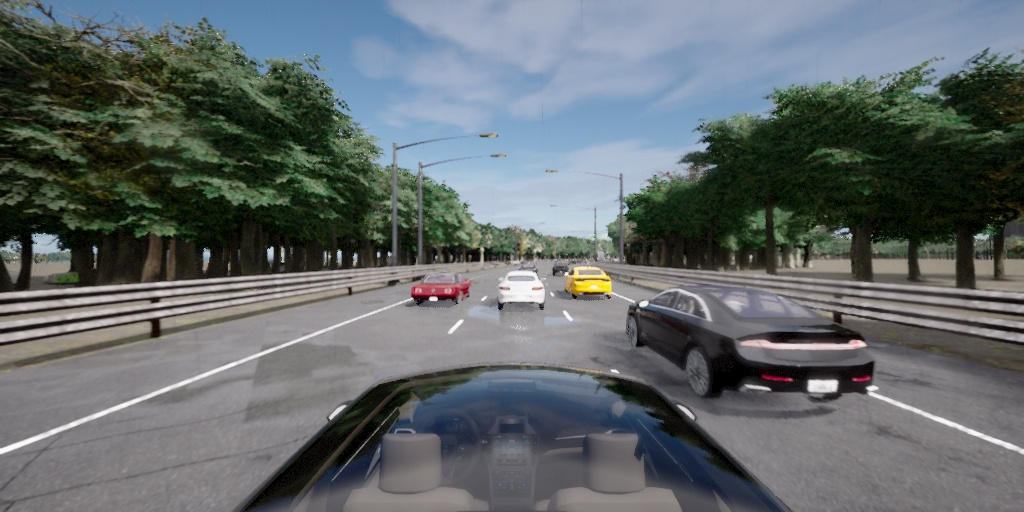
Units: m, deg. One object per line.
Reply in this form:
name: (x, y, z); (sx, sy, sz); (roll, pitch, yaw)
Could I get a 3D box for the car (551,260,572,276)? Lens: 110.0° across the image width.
car: (5.776, 1.522, 42.733); (1.837, 1.490, 4.892); (0, 0, 6)

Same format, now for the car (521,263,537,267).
car: (1.685, 1.463, 35.638); (2.128, 1.511, 4.902); (0, 0, 5)

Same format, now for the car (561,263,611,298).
car: (3.967, 1.345, 19.315); (1.882, 1.535, 5.008); (0, 0, 3)

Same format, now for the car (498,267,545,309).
car: (0.410, 1.365, 15.342); (1.812, 1.442, 4.674); (0, 0, 2)

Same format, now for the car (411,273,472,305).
car: (-3.049, 1.447, 16.594); (1.895, 1.301, 4.718); (0, 0, 2)

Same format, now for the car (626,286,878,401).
car: (3.559, 1.275, 6.484); (2.128, 1.511, 4.902); (0, 0, 1)
